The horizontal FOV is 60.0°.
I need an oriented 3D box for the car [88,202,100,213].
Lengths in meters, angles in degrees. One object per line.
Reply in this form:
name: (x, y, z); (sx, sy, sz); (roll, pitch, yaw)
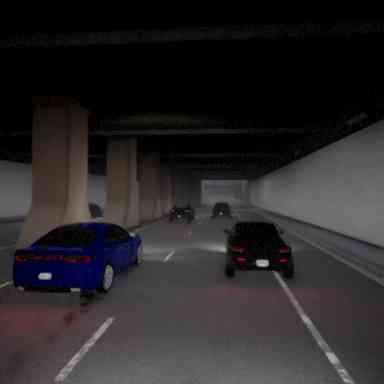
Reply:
car: (-11.056, 1.785, 34.187); (2.128, 1.511, 4.902); (0, -1, 6)

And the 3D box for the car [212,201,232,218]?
car: (3.113, 1.852, 34.676); (1.837, 1.490, 4.892); (0, 0, 7)

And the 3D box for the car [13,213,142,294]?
car: (-2.732, 1.558, 9.130); (1.882, 1.535, 5.008); (0, -1, 5)

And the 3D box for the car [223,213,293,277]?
car: (1.991, 1.637, 10.635); (1.812, 1.442, 4.674); (0, -1, 6)

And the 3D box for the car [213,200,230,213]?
car: (4.118, 1.948, 45.676); (2.128, 1.511, 4.902); (0, 0, 6)

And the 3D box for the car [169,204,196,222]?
car: (-0.783, 1.774, 29.417); (2.128, 1.511, 4.902); (0, -1, 6)
